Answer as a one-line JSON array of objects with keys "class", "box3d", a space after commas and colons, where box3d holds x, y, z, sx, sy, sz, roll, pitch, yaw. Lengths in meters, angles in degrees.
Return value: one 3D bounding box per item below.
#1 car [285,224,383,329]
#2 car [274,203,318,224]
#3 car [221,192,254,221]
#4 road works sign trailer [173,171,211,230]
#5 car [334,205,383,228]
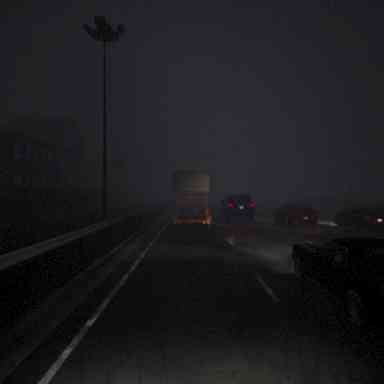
[{"class": "car", "box3d": [3.597, 1.601, 6.877, 1.895, 1.301, 4.718, 0, 0, 0]}, {"class": "car", "box3d": [7.094, 1.479, 23.181, 1.882, 1.535, 5.008, 0, 0, 0]}, {"class": "car", "box3d": [3.596, 1.223, 26.920, 2.150, 2.045, 5.566, 0, 0, 0]}, {"class": "road works sign trailer", "box3d": [-0.005, 0.465, 21.056, 2.380, 3.560, 2.880, 0, 0, 0]}, {"class": "car", "box3d": [10.595, 1.565, 20.784, 1.994, 1.385, 4.181, 0, 0, 0]}]
